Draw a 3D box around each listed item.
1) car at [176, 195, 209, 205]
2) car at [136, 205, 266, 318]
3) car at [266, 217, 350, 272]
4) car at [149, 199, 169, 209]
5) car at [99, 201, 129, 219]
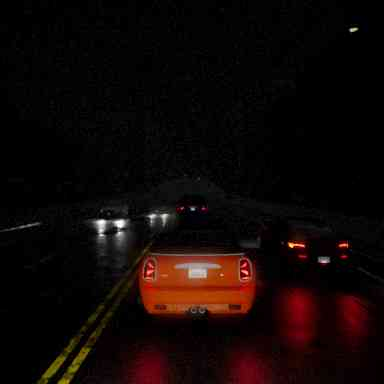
[{"bbox_3d":[0.046,1.195,24.028,2.150,2.045,5.566,0,0,0],"label":"car"},{"bbox_3d":[0.082,1.346,7.546,2.097,1.767,4.553,0,0,0],"label":"car"},{"bbox_3d":[3.332,1.517,10.592,1.812,1.442,4.674,0,0,1],"label":"car"},{"bbox_3d":[-3.422,1.499,35.325,2.033,1.411,5.357,0,0,0],"label":"car"},{"bbox_3d":[-6.662,1.490,28.920,1.812,1.442,4.674,0,0,0],"label":"car"}]
